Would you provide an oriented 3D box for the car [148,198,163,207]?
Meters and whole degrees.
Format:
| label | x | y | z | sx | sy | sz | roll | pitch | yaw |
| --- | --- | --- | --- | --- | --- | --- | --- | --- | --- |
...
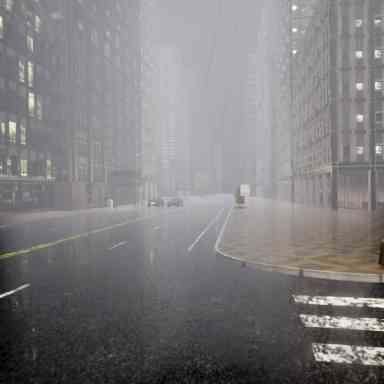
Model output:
| label | x | y | z | sx | sy | sz | roll | pitch | yaw |
| --- | --- | --- | --- | --- | --- | --- | --- | --- | --- |
| car | -5.867 | 1.666 | 54.401 | 2.128 | 1.511 | 4.902 | -1 | 0 | 8 |

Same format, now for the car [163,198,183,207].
| label | x | y | z | sx | sy | sz | roll | pitch | yaw |
| --- | --- | --- | --- | --- | --- | --- | --- | --- | --- |
| car | -2.647 | 1.678 | 53.956 | 2.033 | 1.411 | 5.357 | -1 | 0 | 8 |
